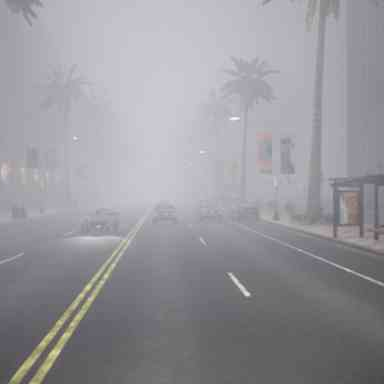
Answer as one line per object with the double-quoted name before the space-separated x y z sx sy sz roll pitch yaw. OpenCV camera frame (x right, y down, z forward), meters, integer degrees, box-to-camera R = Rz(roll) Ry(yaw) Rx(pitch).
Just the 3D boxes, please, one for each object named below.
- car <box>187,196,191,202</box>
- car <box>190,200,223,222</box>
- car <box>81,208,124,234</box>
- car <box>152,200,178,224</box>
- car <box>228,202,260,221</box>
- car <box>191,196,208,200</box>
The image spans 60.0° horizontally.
"car" -0.073 1.699 78.786 2.161 1.482 4.786 0 0 -5
"car" 1.269 1.612 27.326 2.033 1.411 5.357 0 0 -5
"car" -5.165 1.661 19.656 1.994 1.385 4.181 0 0 -5
"car" -2.079 1.609 25.488 2.033 1.411 5.357 0 0 -5
"car" 4.237 1.544 27.663 2.231 1.521 4.892 0 0 -5
"car" 1.598 1.488 56.919 2.185 1.767 4.553 0 0 -5
